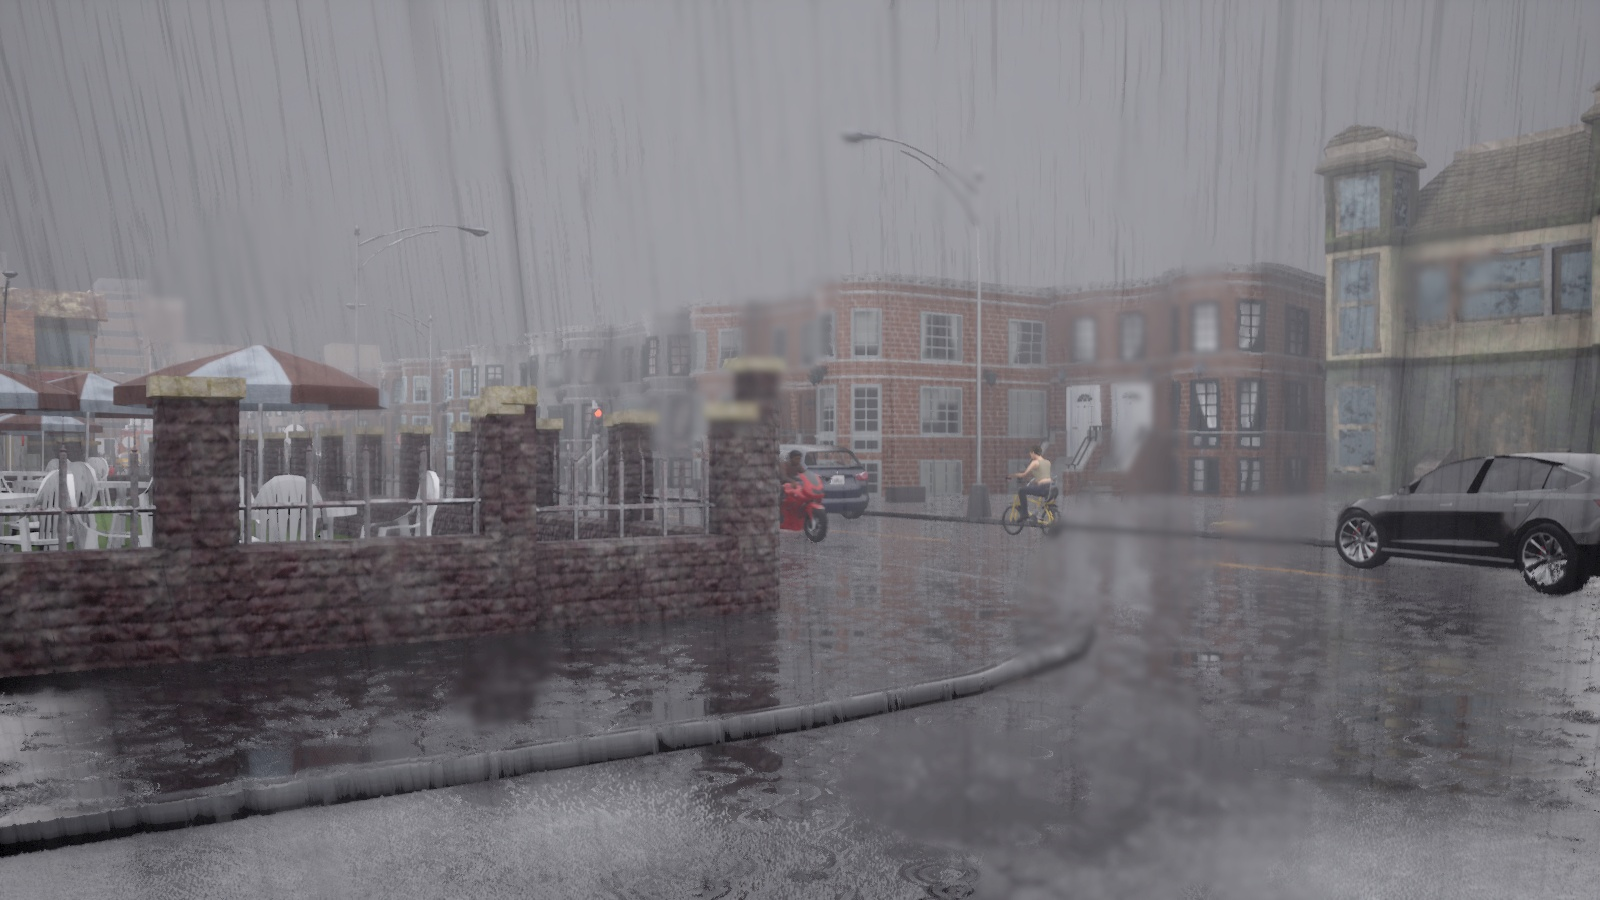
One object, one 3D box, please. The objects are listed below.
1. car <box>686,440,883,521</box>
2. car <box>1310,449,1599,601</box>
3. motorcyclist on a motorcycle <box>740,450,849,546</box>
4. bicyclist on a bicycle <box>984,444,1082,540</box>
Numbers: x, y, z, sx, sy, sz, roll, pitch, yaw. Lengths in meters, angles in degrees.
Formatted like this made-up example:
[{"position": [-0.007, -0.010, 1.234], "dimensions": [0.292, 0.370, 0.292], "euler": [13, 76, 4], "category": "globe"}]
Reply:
[{"position": [-0.452, 0.632, 28.471], "dimensions": [2.242, 1.667, 4.611], "euler": [0, 0, -35], "category": "car"}, {"position": [8.401, 0.738, 14.686], "dimensions": [2.163, 1.488, 4.792], "euler": [0, 0, -12], "category": "car"}, {"position": [-0.113, 0.758, 20.969], "dimensions": [0.797, 1.523, 2.044], "euler": [0, 0, -35], "category": "motorcyclist on a motorcycle"}, {"position": [4.061, 0.699, 21.935], "dimensions": [0.866, 1.612, 1.509], "euler": [0, 0, -34], "category": "bicyclist on a bicycle"}]
